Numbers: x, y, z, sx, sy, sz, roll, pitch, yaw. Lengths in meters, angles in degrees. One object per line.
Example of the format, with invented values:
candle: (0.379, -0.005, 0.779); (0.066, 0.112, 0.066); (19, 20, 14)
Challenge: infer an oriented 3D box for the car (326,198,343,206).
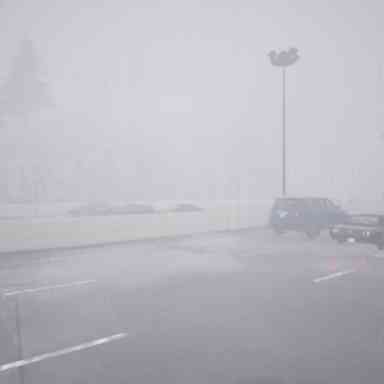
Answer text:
car: (25.608, 1.737, 59.690); (1.994, 1.385, 4.181); (0, 0, 35)

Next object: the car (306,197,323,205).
car: (22.748, 1.707, 61.709); (1.994, 1.385, 4.181); (0, 0, 35)

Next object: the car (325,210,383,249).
car: (8.070, 1.634, 14.714); (4.718, 1.301, 1.895); (0, 0, -40)

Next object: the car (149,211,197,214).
car: (-1.043, 1.590, 25.625); (4.674, 1.442, 1.812); (0, 0, -41)

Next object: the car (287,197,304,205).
car: (19.889, 1.712, 63.727); (1.812, 1.442, 4.674); (0, 0, 35)

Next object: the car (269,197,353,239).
car: (6.436, 1.263, 17.919); (5.566, 2.045, 2.150); (0, 0, -40)

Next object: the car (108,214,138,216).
car: (-4.575, 1.671, 27.185); (4.718, 1.301, 1.895); (0, 0, -40)
